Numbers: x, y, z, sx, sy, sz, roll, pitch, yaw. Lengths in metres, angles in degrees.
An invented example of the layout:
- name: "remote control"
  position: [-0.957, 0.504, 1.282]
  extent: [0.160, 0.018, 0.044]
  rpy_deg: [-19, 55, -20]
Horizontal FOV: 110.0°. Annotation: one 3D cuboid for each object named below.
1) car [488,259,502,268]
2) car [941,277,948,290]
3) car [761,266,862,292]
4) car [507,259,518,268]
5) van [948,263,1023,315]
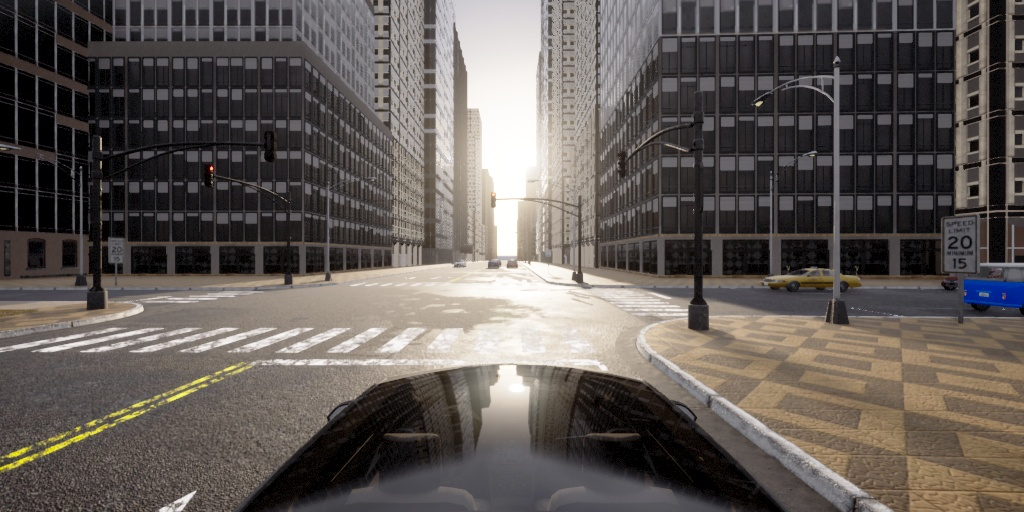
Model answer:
- name: "car"
  position: [-3.201, 1.336, 62.836]
  extent: [1.882, 1.535, 5.008]
  rpy_deg: [0, 0, 0]
- name: "car"
  position: [26.937, 1.356, 20.160]
  extent: [4.207, 1.307, 1.802]
  rpy_deg: [0, 0, 2]
- name: "car"
  position: [17.103, 1.293, 20.652]
  extent: [4.829, 1.417, 1.751]
  rpy_deg: [0, 0, 2]
- name: "car"
  position: [0.050, 1.425, 63.666]
  extent: [1.994, 1.385, 4.181]
  rpy_deg: [0, 0, 0]
- name: "van"
  position: [18.367, 1.119, 12.479]
  extent: [3.998, 1.789, 1.690]
  rpy_deg: [0, 0, 2]
